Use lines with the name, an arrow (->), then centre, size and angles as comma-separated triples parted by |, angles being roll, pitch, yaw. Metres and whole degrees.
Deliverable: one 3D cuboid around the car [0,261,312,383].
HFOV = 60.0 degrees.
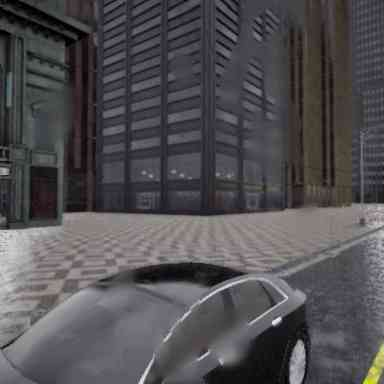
car -> -0.348, 1.588, 3.313 | 1.837, 1.490, 4.892 | -1, -2, 38
